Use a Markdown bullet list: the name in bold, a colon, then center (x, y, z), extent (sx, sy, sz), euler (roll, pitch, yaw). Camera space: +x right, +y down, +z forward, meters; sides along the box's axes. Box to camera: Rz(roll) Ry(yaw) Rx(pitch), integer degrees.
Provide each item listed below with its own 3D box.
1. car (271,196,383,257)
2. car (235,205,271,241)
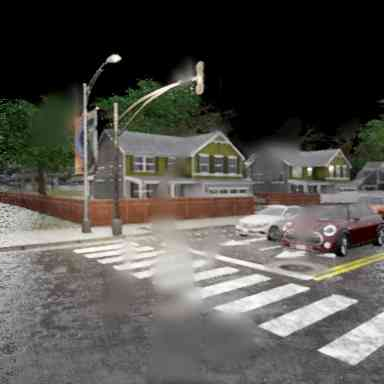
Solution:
- **car**: center (5.277, 1.193, 12.340), extent (4.553, 1.767, 2.097), euler (-1, 1, -40)
- **car**: center (4.066, 1.327, 15.584), extent (4.674, 1.442, 1.812), euler (-1, 1, -39)
